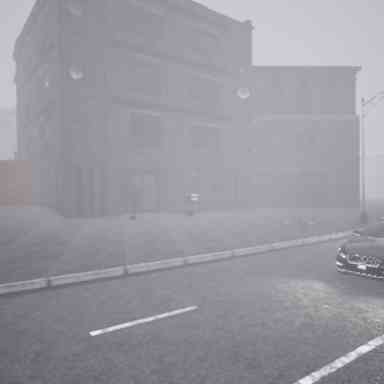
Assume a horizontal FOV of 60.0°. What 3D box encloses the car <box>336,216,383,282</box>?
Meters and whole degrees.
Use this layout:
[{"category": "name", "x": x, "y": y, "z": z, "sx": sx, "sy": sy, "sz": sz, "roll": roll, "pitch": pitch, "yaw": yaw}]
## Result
[{"category": "car", "x": 5.857, "y": 1.432, "z": 9.082, "sx": 4.892, "sy": 1.490, "sz": 1.837, "roll": -1, "pitch": 1, "yaw": -36}]
